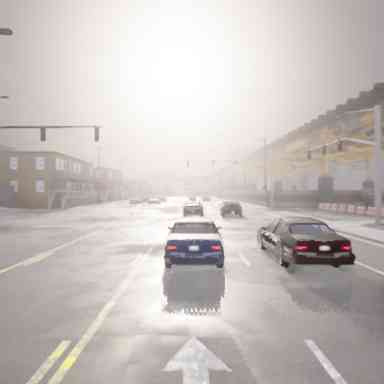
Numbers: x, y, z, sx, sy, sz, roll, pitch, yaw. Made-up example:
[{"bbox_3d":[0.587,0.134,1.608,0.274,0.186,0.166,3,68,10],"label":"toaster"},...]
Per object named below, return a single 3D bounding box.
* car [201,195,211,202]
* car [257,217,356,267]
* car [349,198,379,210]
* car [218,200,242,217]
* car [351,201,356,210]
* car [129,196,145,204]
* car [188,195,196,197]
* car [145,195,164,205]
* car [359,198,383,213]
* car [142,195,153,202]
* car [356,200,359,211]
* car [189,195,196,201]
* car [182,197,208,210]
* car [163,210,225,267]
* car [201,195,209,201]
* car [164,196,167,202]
[{"bbox_3d":[3.538,1.653,80.172,1.895,1.301,4.718,0,0,0],"label":"car"},{"bbox_3d":[3.572,1.556,11.422,2.033,1.411,5.357,0,0,0],"label":"car"},{"bbox_3d":[19.487,1.323,37.544,1.853,1.218,4.536,0,0,44],"label":"car"},{"bbox_3d":[3.602,1.528,31.670,1.837,1.490,4.892,0,0,0],"label":"car"},{"bbox_3d":[19.451,1.480,37.506,2.038,1.542,4.974,0,0,44],"label":"car"},{"bbox_3d":[-10.496,1.573,62.521,1.812,1.442,4.674,0,0,1],"label":"car"},{"bbox_3d":[0.038,1.585,79.822,2.033,1.411,5.357,0,0,0],"label":"car"},{"bbox_3d":[-6.992,1.594,62.552,2.033,1.411,5.357,0,0,1],"label":"car"},{"bbox_3d":[19.491,1.319,32.857,1.853,1.218,4.536,0,0,-36],"label":"car"},{"bbox_3d":[-10.463,1.536,78.176,1.882,1.535,5.008,0,0,0],"label":"car"},{"bbox_3d":[19.460,1.477,32.898,2.038,1.542,4.974,0,0,-36],"label":"car"},{"bbox_3d":[0.043,1.531,90.447,1.882,1.535,5.008,0,0,0],"label":"car"},{"bbox_3d":[0.100,1.516,31.330,2.128,1.511,4.902,0,0,0],"label":"car"},{"bbox_3d":[0.072,1.556,11.421,2.033,1.411,5.357,0,0,0],"label":"car"},{"bbox_3d":[3.543,1.552,90.446,1.837,1.490,4.892,0,0,0],"label":"car"},{"bbox_3d":[-6.963,1.583,78.210,2.128,1.511,4.902,0,0,0],"label":"car"}]
